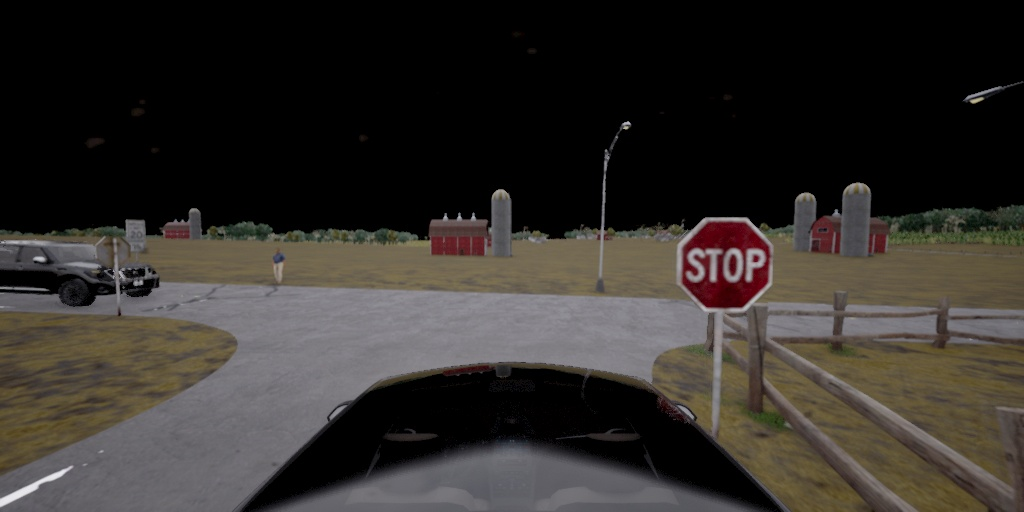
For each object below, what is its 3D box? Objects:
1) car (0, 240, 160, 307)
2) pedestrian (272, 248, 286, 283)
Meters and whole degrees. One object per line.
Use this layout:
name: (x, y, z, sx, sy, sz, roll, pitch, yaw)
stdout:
car: (-15.713, 0.513, 12.433, 5.566, 2.045, 2.150, 1, 3, 0)
pedestrian: (-11.999, 0.455, 18.374, 0.375, 1.860, 0.375, 0, 1, 0)
